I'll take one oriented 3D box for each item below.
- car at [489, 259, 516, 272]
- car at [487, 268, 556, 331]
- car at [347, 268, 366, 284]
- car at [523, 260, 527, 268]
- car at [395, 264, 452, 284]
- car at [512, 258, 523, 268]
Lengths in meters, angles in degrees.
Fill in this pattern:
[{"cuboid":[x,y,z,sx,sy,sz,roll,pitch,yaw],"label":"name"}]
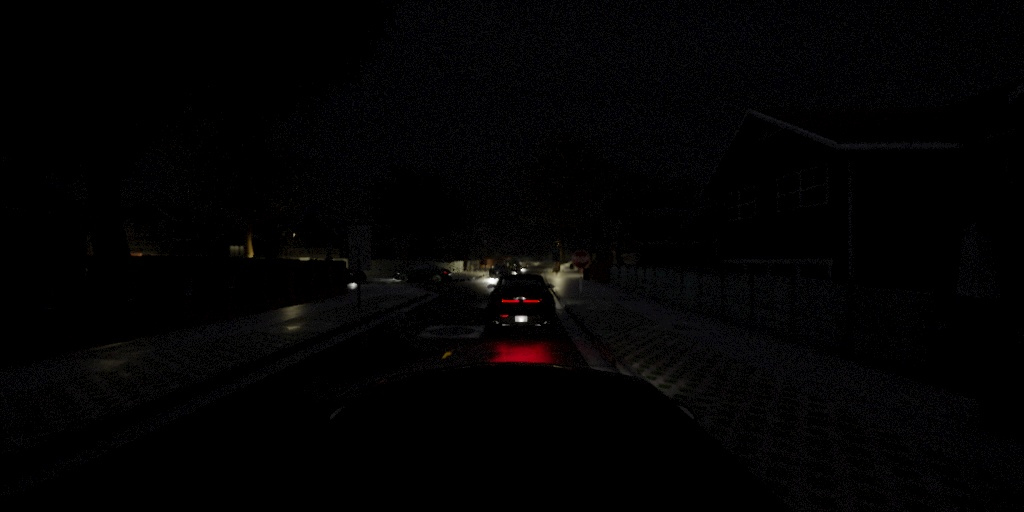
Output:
[{"cuboid":[-1.159,1.377,37.763,2.128,1.511,4.902,0,0,6],"label":"car"},{"cuboid":[0.287,1.304,11.231,1.837,1.490,4.892,0,0,1],"label":"car"},{"cuboid":[-12.560,1.102,24.475,5.008,1.535,1.882,1,-1,3],"label":"car"},{"cuboid":[1.315,1.367,58.890,1.812,1.442,4.674,0,0,8],"label":"car"},{"cuboid":[-6.674,1.324,27.167,4.181,1.385,1.994,1,-1,9],"label":"car"},{"cuboid":[-0.135,1.221,47.515,2.097,1.767,4.553,0,0,8],"label":"car"}]
